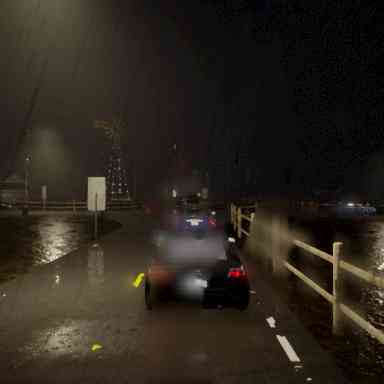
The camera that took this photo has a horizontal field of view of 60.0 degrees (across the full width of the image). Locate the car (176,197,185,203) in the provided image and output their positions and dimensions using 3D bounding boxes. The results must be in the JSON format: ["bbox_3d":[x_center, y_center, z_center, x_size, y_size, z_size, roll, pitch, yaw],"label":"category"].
[{"bbox_3d":[-2.658,1.933,76.635,1.895,1.301,4.718,0,0,0],"label":"car"}]

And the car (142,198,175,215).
[{"bbox_3d":[-2.956,1.618,34.057,4.181,1.385,1.994,1,0,0],"label":"car"}]

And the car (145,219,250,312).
[{"bbox_3d":[0.106,1.573,7.804,1.994,1.385,4.181,0,0,0],"label":"car"}]

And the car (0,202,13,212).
[{"bbox_3d":[-21.094,1.255,34.143,5.008,1.535,1.882,1,-2,0],"label":"car"}]

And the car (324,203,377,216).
[{"bbox_3d":[17.892,1.950,37.724,5.357,1.411,2.033,1,-2,0],"label":"car"}]

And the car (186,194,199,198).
[{"bbox_3d":[0.177,1.450,61.706,2.150,2.045,5.566,0,0,0],"label":"car"}]

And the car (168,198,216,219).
[{"bbox_3d":[0.115,1.380,16.447,2.097,1.767,4.553,0,0,0],"label":"car"}]

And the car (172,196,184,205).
[{"bbox_3d":[-2.702,1.613,66.416,2.097,1.767,4.553,0,0,1],"label":"car"}]

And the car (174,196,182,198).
[{"bbox_3d":[-2.757,1.677,57.167,1.882,1.535,5.008,0,0,0],"label":"car"}]
